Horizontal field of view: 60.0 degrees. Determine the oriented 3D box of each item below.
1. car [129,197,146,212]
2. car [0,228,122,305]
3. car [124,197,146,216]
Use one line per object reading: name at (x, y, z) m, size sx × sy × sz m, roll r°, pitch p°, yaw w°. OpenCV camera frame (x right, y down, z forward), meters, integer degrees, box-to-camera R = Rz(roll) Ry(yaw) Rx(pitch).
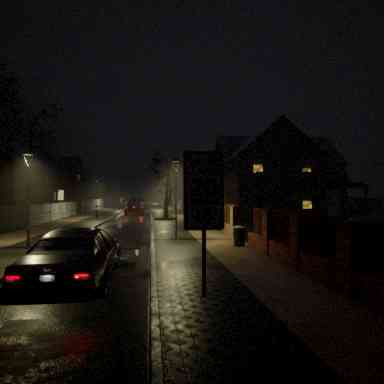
car at (-7.872, 1.704, 48.435) m, size 2.150 × 2.045 × 5.566 m, roll 0°, pitch -1°, yaw -7°
car at (-2.923, 1.628, 8.496) m, size 2.033 × 1.411 × 5.357 m, roll 0°, pitch -1°, yaw -7°
car at (-6.576, 1.732, 38.370) m, size 2.097 × 1.767 × 4.553 m, roll 0°, pitch -1°, yaw -6°
